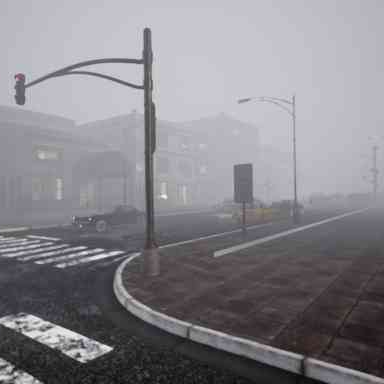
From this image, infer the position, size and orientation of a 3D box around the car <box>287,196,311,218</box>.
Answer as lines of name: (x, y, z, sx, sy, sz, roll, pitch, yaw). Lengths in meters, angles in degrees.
car: (7.494, 1.215, 26.224, 2.008, 1.369, 4.403, -1, 0, 36)

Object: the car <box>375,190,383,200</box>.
car: (33.558, 0.568, 61.997, 2.192, 1.841, 5.009, -1, 0, 36)

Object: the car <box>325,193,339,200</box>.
car: (30.049, 0.932, 71.406, 1.802, 1.307, 4.206, -1, 0, 36)

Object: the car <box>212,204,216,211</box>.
car: (3.883, 1.287, 35.494, 1.752, 1.417, 4.829, -1, 0, 36)

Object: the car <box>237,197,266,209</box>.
car: (7.241, 1.290, 40.103, 1.802, 1.307, 4.206, -1, 0, 36)

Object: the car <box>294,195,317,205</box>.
car: (16.544, 1.161, 48.314, 1.895, 1.301, 4.718, -1, 0, 36)

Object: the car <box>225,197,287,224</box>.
car: (4.336, 1.240, 21.889, 1.752, 1.417, 4.829, -1, 0, 36)

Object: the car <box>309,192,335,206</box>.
car: (16.733, 1.094, 43.386, 1.994, 1.385, 4.181, -1, 0, 36)

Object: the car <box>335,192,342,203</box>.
car: (21.928, 0.953, 50.613, 1.837, 1.490, 4.892, -1, 0, 36)

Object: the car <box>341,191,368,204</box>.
car: (22.827, 0.896, 46.517, 1.882, 1.535, 5.008, -1, 0, 36)

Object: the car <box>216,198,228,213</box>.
car: (4.517, 1.265, 31.956, 1.812, 1.442, 4.674, -1, 0, 36)

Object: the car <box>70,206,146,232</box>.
car: (-4.612, 1.486, 19.482, 1.895, 1.301, 4.718, -1, 0, 37)

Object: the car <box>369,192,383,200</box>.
car: (36.819, 0.769, 66.469, 1.947, 1.339, 4.313, -1, 0, 36)

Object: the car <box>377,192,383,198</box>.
car: (43.161, 0.650, 75.160, 1.887, 1.381, 4.507, -1, 0, 36)

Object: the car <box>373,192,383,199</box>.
car: (40.077, 0.719, 70.941, 1.947, 1.339, 4.313, -1, 0, 36)

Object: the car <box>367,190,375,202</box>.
car: (26.954, 0.858, 52.171, 1.837, 1.490, 4.892, -1, 0, 36)

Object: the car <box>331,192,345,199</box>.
car: (33.306, 0.740, 75.877, 1.967, 1.590, 4.097, -1, 0, 36)
